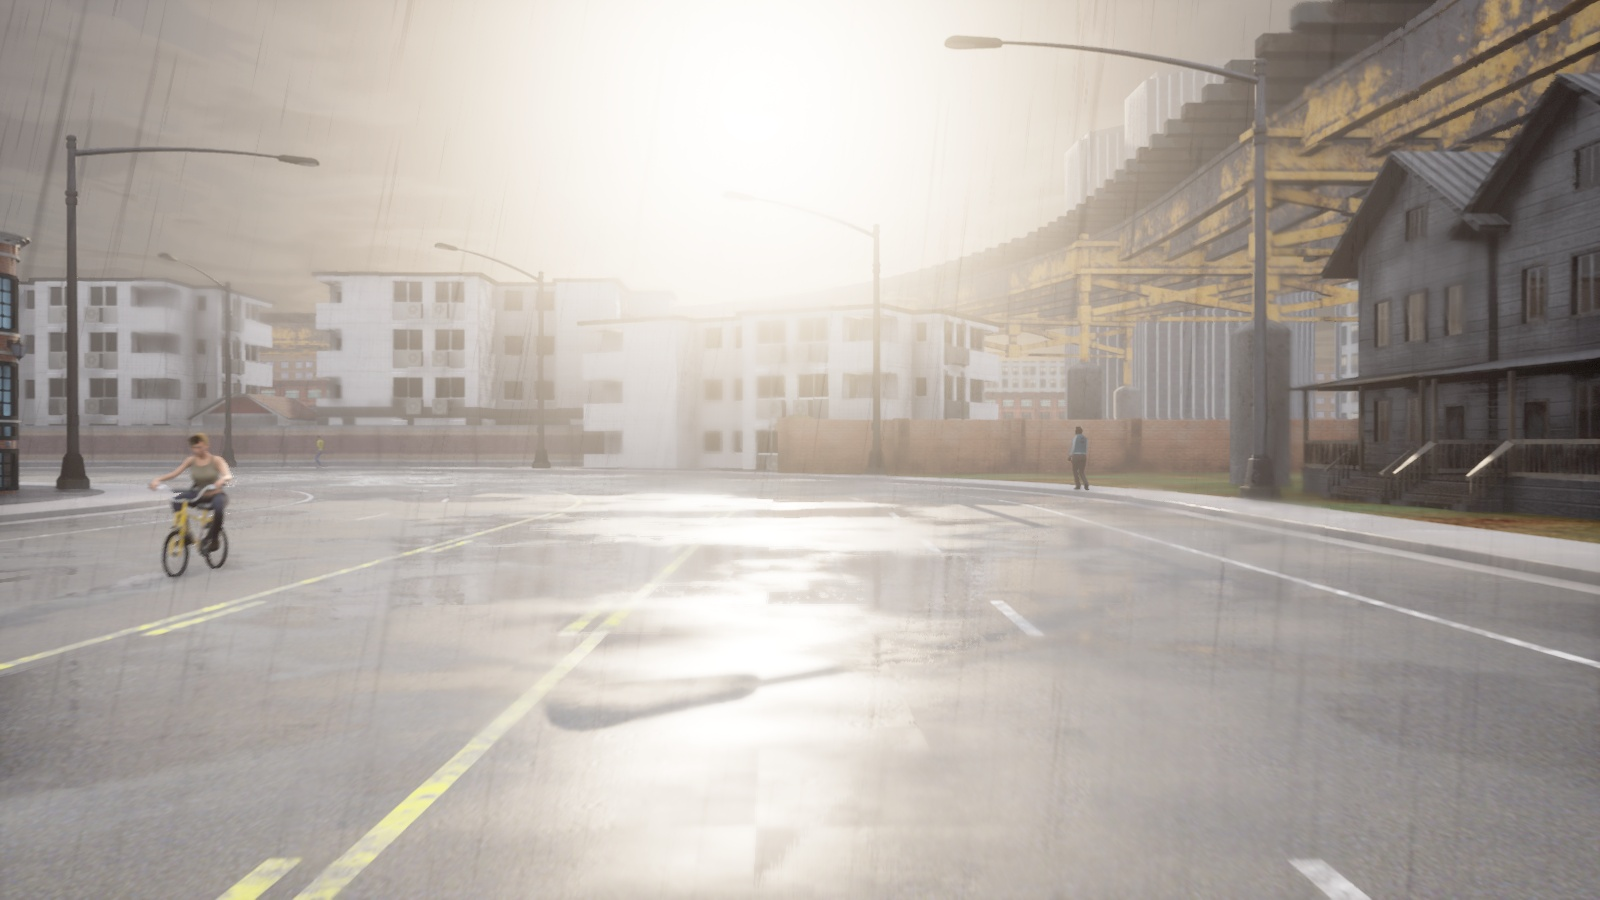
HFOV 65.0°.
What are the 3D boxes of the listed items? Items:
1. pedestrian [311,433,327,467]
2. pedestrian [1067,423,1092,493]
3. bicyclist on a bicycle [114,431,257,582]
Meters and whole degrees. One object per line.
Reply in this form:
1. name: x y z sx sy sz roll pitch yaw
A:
1. pedestrian: -25.812 0.001 67.428 0.706 1.836 0.354 0 0 8
2. pedestrian: 7.787 0.211 34.998 0.396 1.930 0.692 0 0 -17
3. bicyclist on a bicycle: -6.903 0.597 14.201 0.866 1.612 1.509 0 0 0
